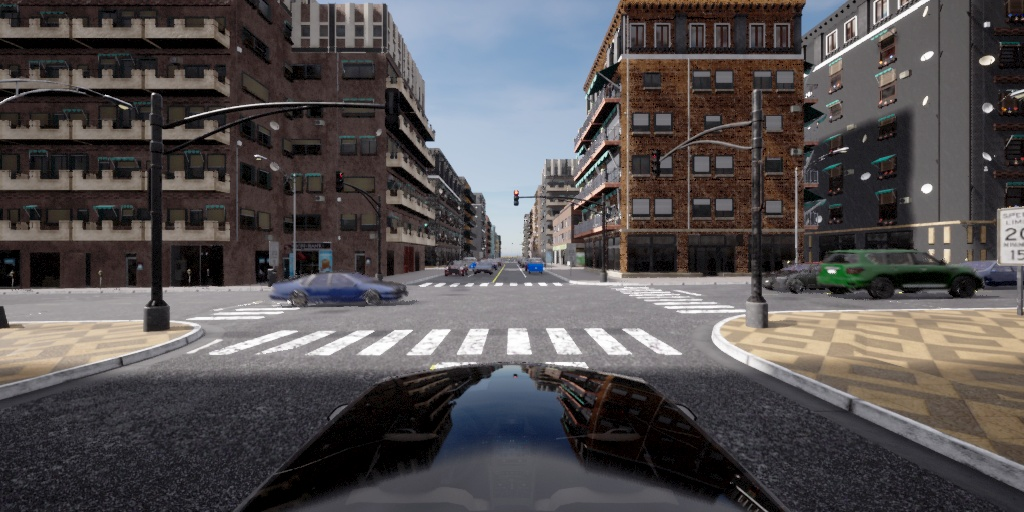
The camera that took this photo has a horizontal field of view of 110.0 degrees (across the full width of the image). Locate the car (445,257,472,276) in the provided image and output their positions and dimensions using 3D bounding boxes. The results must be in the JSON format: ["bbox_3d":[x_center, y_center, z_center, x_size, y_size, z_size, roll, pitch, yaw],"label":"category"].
[{"bbox_3d":[-5.515,1.182,35.872,1.967,1.591,4.097,0,0,0],"label":"car"}]

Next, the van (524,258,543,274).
[{"bbox_3d":[2.613,1.081,40.849,1.690,1.789,3.998,0,0,0],"label":"van"}]

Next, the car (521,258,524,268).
[{"bbox_3d":[2.565,1.284,47.053,1.888,1.381,4.507,0,0,0],"label":"car"}]

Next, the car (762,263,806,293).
[{"bbox_3d":[15.026,1.088,18.325,4.181,1.385,1.994,-1,0,0],"label":"car"}]

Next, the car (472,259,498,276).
[{"bbox_3d":[-2.922,1.289,37.949,2.033,1.411,5.357,0,0,0],"label":"car"}]

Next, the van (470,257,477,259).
[{"bbox_3d":[-5.504,1.079,47.036,1.690,1.789,3.998,0,0,0],"label":"van"}]

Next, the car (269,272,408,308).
[{"bbox_3d":[-7.331,1.379,15.420,5.357,1.411,2.033,-1,0,0],"label":"car"}]

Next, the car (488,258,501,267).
[{"bbox_3d":[-2.942,1.338,50.556,1.895,1.301,4.718,0,0,0],"label":"car"}]

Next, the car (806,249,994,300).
[{"bbox_3d":[16.483,0.727,15.480,5.566,2.045,2.150,-1,0,0],"label":"car"}]

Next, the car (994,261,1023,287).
[{"bbox_3d":[24.394,0.943,18.351,5.357,1.411,2.033,-1,0,0],"label":"car"}]

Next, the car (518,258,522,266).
[{"bbox_3d":[2.450,1.301,58.215,1.948,1.339,4.313,0,0,0],"label":"car"}]
